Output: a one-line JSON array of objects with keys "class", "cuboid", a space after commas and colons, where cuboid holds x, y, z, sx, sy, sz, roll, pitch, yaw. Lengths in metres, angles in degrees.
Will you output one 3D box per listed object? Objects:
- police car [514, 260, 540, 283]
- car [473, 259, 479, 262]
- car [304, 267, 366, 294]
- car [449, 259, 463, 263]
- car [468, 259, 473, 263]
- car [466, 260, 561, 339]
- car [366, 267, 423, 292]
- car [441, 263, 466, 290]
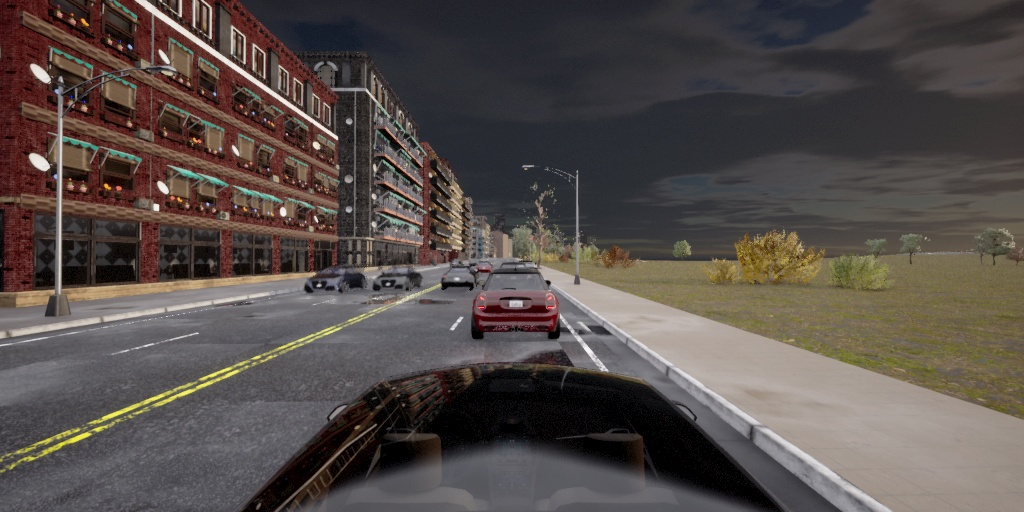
[{"class": "police car", "cuboid": [1.103, 1.180, 29.495, 1.930, 1.638, 5.238, 0, 0, 0]}, {"class": "car", "cuboid": [-3.199, 1.319, 42.813, 1.994, 1.385, 4.181, 0, 0, 0]}, {"class": "car", "cuboid": [-9.874, 1.318, 20.348, 1.994, 1.385, 4.181, 0, 0, 0]}, {"class": "car", "cuboid": [-9.884, 1.247, 63.451, 2.128, 1.511, 4.902, 0, 0, 0]}, {"class": "car", "cuboid": [-6.633, 1.259, 64.015, 1.837, 1.490, 4.892, 0, 0, 0]}, {"class": "car", "cuboid": [0.082, 1.104, 10.228, 2.097, 1.767, 4.553, 0, 0, 0]}, {"class": "car", "cuboid": [-6.625, 1.318, 21.176, 1.994, 1.385, 4.181, 0, 0, 0]}, {"class": "car", "cuboid": [-3.177, 1.318, 22.688, 1.994, 1.385, 4.181, 0, 0, 0]}]
